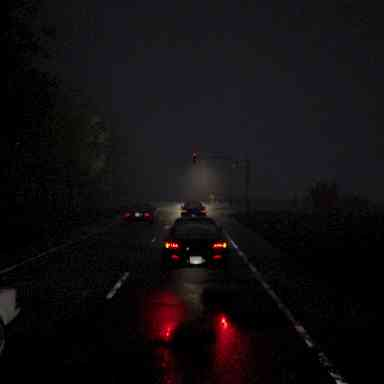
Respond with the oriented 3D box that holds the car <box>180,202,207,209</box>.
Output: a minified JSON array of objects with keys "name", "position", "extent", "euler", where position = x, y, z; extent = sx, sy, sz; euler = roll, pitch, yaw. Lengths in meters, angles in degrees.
[{"name":"car","position":[0.103,1.421,24.387],"extent":[1.812,1.442,4.674],"euler":[0,0,0]}]

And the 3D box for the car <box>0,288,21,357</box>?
[{"name":"car","position":[-3.410,1.590,2.682],"extent":[1.895,1.301,4.718],"euler":[0,0,0]}]

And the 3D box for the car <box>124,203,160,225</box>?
[{"name":"car","position":[-3.397,1.448,23.176],"extent":[2.033,1.411,5.357],"euler":[0,0,0]}]

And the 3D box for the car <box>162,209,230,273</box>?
[{"name":"car","position":[0.100,1.482,10.372],"extent":[1.812,1.442,4.674],"euler":[0,0,0]}]
